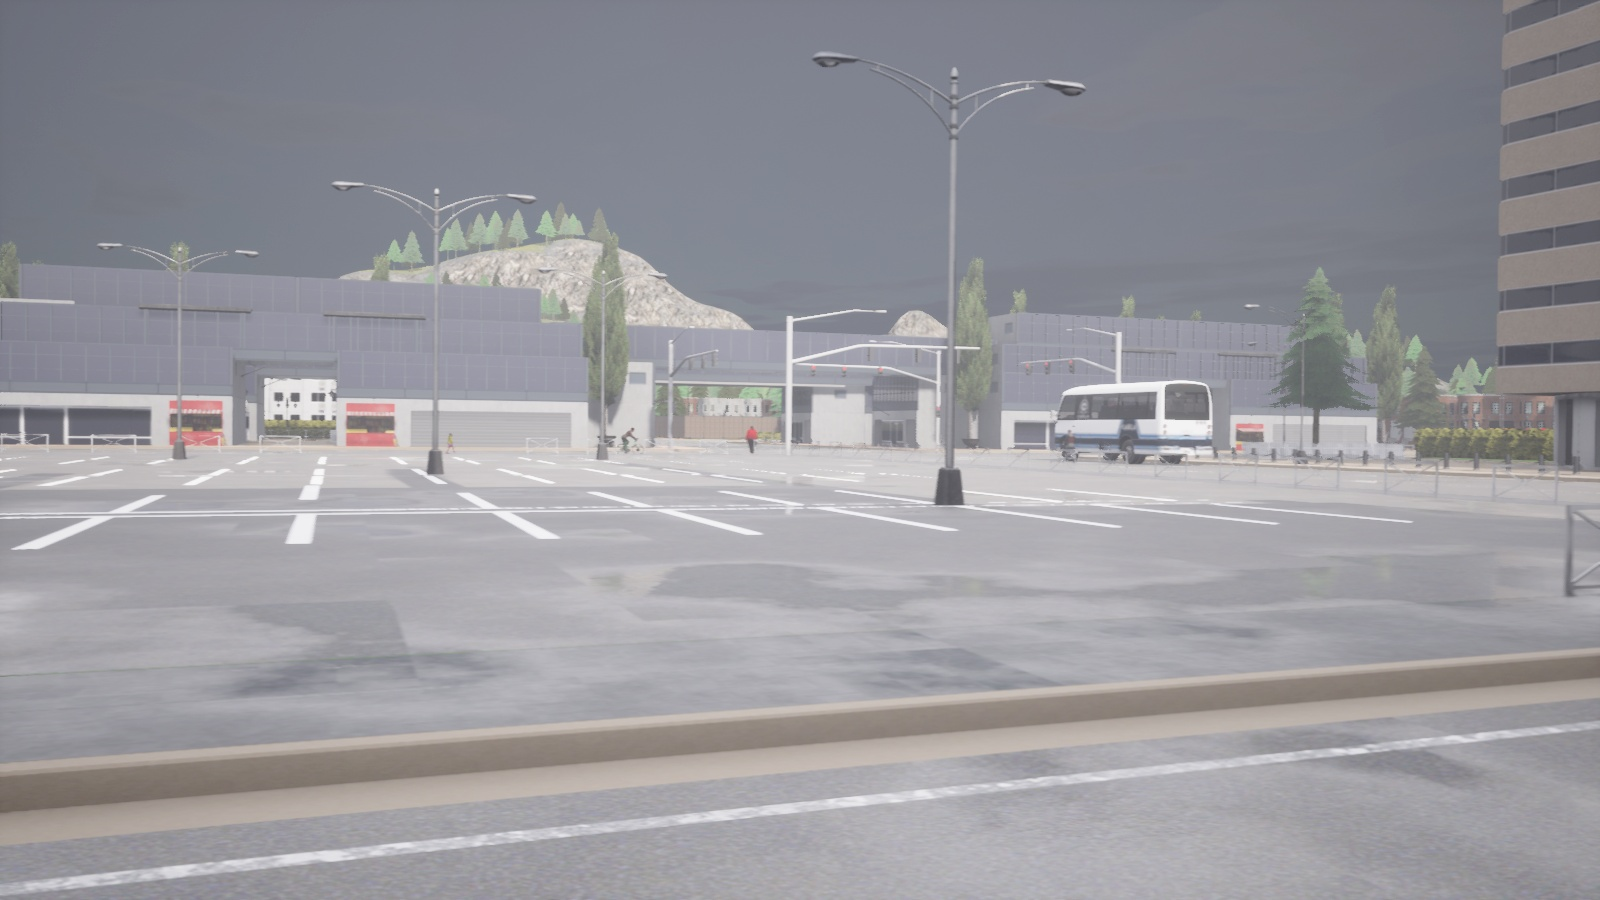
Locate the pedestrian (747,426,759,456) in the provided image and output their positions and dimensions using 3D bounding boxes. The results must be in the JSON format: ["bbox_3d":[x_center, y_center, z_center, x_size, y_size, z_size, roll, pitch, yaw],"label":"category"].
[{"bbox_3d":[-2.880,-0.565,76.703,0.634,1.844,0.899,-1,1,-10],"label":"pedestrian"}]

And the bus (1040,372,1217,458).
[{"bbox_3d":[17.369,-1.809,67.506,3.944,4.253,10.273,-1,1,-21],"label":"bus"}]
